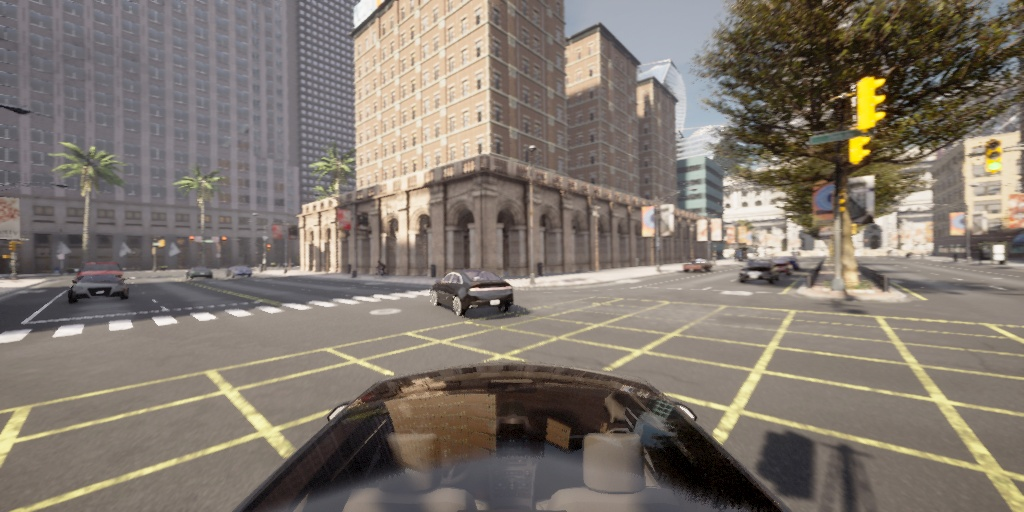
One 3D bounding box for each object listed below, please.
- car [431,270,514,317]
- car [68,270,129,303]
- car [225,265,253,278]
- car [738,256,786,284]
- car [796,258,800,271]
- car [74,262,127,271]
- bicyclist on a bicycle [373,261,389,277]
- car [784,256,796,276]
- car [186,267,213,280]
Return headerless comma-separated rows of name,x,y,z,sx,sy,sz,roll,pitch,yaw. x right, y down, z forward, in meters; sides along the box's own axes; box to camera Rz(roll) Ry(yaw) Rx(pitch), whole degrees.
car,-1.659,1.270,13.480,2.128,1.511,4.902,-1,0,-28
car,-22.354,1.677,19.468,4.181,1.385,1.994,-1,0,41
car,-32.565,1.830,42.740,5.357,1.411,2.033,-1,0,42
car,16.638,0.977,24.097,2.128,1.511,4.902,-1,0,42
car,30.009,0.751,39.057,1.882,1.535,5.008,-1,0,42
car,-29.450,1.450,25.738,5.566,2.045,2.150,-1,0,42
bicyclist on a bicycle,-12.777,1.262,34.960,0.582,1.620,1.656,-1,0,41
car,23.165,0.946,31.373,1.994,1.385,4.181,-1,0,42
car,-35.400,1.892,40.592,4.181,1.385,1.994,-1,0,42
